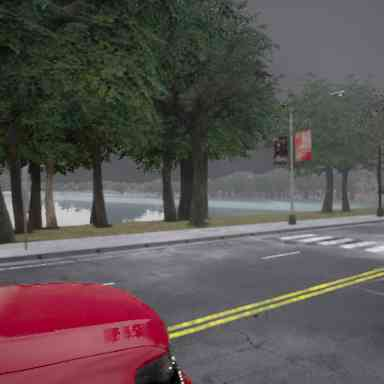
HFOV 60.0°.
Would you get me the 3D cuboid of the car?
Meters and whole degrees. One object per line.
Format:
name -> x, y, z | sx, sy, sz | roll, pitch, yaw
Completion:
car -> -2.597, 1.222, 1.593 | 5.566, 2.045, 2.150 | 0, 0, -35
